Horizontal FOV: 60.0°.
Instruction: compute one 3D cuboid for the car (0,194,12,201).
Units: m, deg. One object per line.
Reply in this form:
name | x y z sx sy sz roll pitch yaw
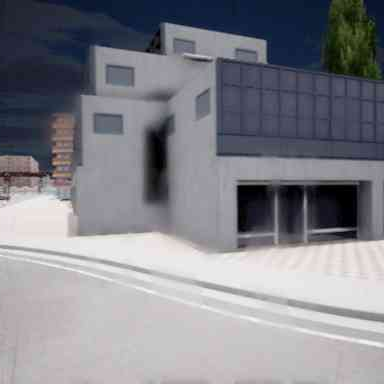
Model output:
car | -38.861 1.086 69.289 1.812 1.442 4.674 -1 1 -21
